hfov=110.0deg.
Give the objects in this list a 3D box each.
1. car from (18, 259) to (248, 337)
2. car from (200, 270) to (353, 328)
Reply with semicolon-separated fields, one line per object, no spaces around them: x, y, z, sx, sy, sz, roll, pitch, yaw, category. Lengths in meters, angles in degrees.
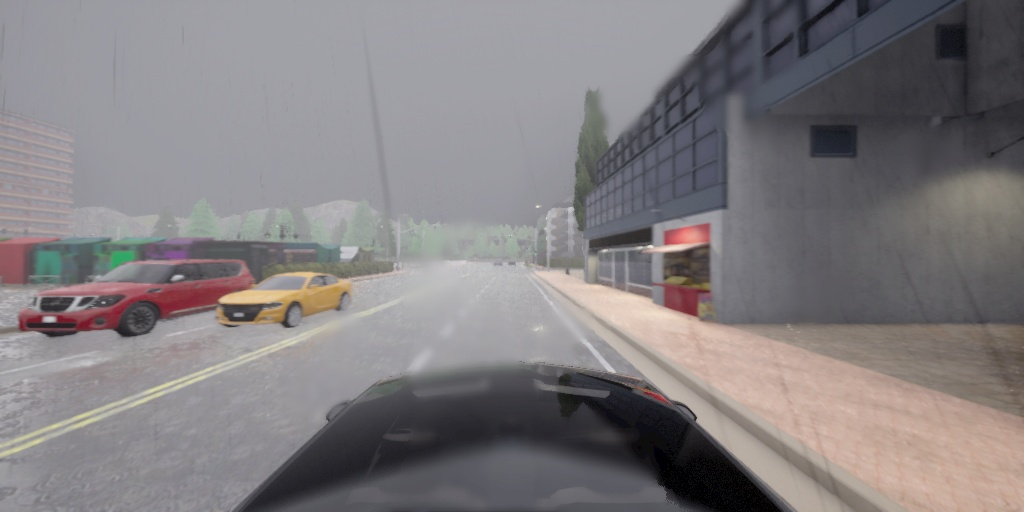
-10.499;1.099;10.903;2.150;2.045;5.566;0;0;0;car
-7.075;1.276;11.800;1.882;1.535;5.008;0;-1;0;car
